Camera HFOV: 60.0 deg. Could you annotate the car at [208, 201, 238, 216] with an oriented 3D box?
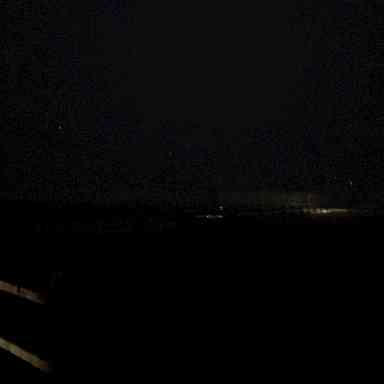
[{"bbox_3d":[3.840,1.925,40.642,2.097,1.767,4.553,2,0,35],"label":"car"}]
